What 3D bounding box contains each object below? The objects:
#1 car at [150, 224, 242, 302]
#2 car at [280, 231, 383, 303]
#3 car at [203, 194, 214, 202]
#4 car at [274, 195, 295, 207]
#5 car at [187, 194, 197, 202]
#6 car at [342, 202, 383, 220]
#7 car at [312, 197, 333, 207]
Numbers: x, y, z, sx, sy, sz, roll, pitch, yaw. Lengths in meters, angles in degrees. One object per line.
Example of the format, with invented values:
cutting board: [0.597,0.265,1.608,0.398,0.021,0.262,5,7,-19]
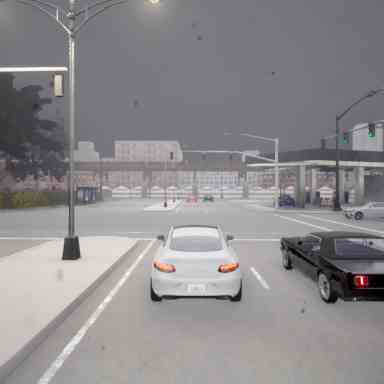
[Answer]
car: [0.085,1.517,8.145,1.812,1.442,4.674,0,0,0]
car: [3.591,1.599,8.128,1.895,1.301,4.718,0,0,0]
car: [3.528,1.257,72.331,2.097,1.767,4.553,0,0,0]
car: [13.230,1.262,47.682,2.242,1.667,4.611,0,0,0]
car: [0.028,1.250,72.332,2.097,1.767,4.553,0,0,0]
car: [14.899,1.523,27.498,4.674,1.442,1.812,0,0,-1]
car: [18.975,1.434,48.443,1.970,1.475,3.806,0,0,0]
